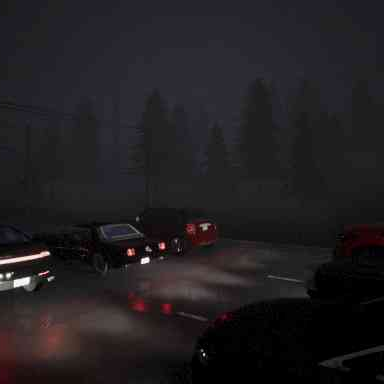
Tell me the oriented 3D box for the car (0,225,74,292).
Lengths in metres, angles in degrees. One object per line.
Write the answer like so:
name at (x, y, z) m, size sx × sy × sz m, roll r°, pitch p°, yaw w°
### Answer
car at (-5.196, 1.492, 7.692) m, size 4.902 × 1.511 × 2.128 m, roll 0°, pitch 0°, yaw 35°

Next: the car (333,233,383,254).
car at (4.362, 1.601, 5.184) m, size 4.718 × 1.301 × 1.895 m, roll 0°, pitch 0°, yaw 35°

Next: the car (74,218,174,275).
car at (-3.067, 1.601, 10.469) m, size 4.718 × 1.301 × 1.895 m, roll 0°, pitch 0°, yaw 37°

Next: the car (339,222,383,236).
car at (6.422, 1.221, 8.013) m, size 5.566 × 2.045 × 2.150 m, roll 0°, pitch 0°, yaw 35°

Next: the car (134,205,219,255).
car at (-1.246, 1.352, 13.474) m, size 4.553 × 1.767 × 2.097 m, roll 0°, pitch 0°, yaw 36°

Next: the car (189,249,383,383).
car at (2.208, 1.492, 2.401) m, size 4.902 × 1.511 × 2.128 m, roll 0°, pitch 0°, yaw 36°
